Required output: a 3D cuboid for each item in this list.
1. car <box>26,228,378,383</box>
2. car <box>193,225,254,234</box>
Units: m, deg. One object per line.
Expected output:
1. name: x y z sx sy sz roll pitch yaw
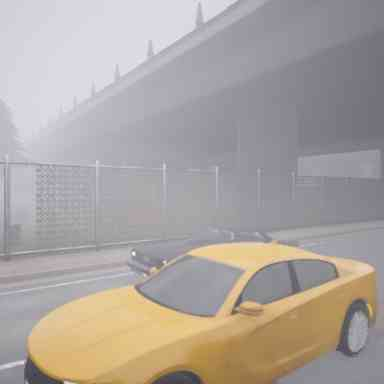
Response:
1. car: 0.559 1.477 4.431 5.008 1.535 1.882 0 0 -37
2. car: 0.716 1.601 8.917 4.718 1.301 1.895 0 0 -37
